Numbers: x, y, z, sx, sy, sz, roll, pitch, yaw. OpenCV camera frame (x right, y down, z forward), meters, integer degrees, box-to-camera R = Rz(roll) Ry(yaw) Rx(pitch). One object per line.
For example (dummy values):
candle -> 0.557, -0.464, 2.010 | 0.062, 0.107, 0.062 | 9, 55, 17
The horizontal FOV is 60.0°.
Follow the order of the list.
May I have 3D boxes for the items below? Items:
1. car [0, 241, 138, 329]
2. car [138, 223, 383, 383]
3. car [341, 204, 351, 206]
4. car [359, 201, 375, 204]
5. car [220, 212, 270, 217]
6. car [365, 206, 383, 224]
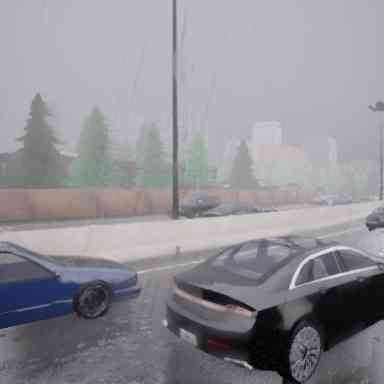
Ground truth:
car -> -3.577, 1.575, 5.591 | 5.357, 1.411, 2.033 | 0, 0, -36
car -> 1.854, 1.487, 5.444 | 4.902, 1.511, 2.128 | 0, 0, -38
car -> 22.676, 1.261, 49.778 | 2.097, 1.767, 4.553 | 0, 0, 39
car -> 23.676, 1.401, 45.441 | 1.837, 1.490, 4.892 | 0, 1, 39
car -> 4.148, 1.596, 21.815 | 1.895, 1.301, 4.718 | 0, 0, 44
car -> 11.624, 1.497, 19.239 | 2.033, 1.411, 5.357 | 0, 0, 42
